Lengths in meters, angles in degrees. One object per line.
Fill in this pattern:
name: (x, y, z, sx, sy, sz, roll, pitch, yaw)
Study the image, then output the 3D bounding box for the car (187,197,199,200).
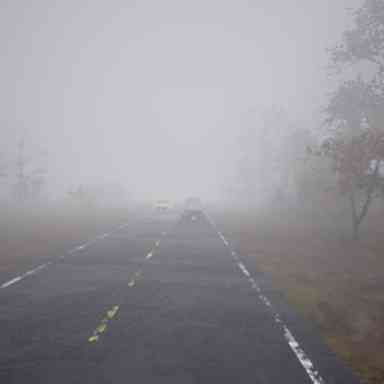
car: (0.102, 1.344, 41.312, 2.097, 1.767, 4.553, 0, 0, 0)

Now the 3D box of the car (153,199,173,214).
car: (-3.084, 1.470, 35.799, 1.882, 1.535, 5.008, 0, 0, 0)

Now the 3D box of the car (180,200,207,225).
car: (0.100, 1.520, 23.752, 1.812, 1.442, 4.674, 0, 0, 0)
